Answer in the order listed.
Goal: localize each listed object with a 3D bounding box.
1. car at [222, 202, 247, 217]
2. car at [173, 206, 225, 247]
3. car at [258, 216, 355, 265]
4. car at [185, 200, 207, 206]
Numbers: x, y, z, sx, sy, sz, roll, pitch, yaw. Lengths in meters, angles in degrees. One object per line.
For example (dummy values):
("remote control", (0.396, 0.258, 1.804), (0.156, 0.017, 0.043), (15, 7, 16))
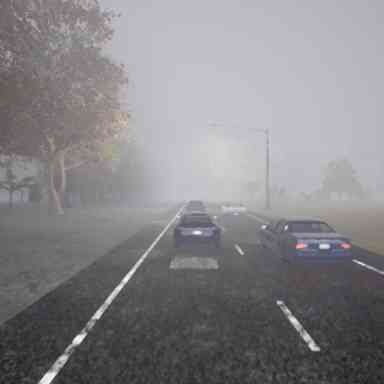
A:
("car", (3.873, 1.610, 31.181), (1.895, 1.301, 4.718), (0, 0, 1))
("car", (0.214, 1.568, 15.113), (1.994, 1.385, 4.181), (0, 0, 0))
("car", (3.683, 1.552, 11.703), (2.033, 1.411, 5.357), (0, 0, 1))
("car", (0.387, 1.514, 32.600), (1.837, 1.490, 4.892), (0, 0, 1))
